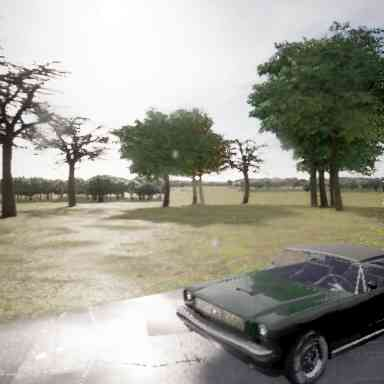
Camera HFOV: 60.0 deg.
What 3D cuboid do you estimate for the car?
[{"bbox_3d":[2.133,1.585,5.390,4.718,1.301,1.895,0,0,-34],"label":"car"}]
